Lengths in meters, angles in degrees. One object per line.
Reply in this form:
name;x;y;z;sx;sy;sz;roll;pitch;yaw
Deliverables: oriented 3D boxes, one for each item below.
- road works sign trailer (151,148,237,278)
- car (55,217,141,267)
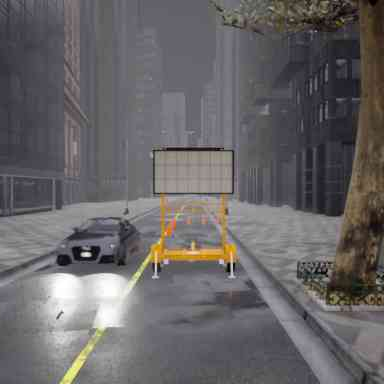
road works sign trailer;0.045;0.465;10.091;2.380;3.560;2.880;0;0;0
car;-2.967;1.566;11.315;1.994;1.385;4.181;0;0;0
